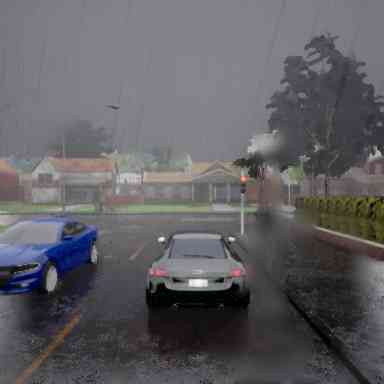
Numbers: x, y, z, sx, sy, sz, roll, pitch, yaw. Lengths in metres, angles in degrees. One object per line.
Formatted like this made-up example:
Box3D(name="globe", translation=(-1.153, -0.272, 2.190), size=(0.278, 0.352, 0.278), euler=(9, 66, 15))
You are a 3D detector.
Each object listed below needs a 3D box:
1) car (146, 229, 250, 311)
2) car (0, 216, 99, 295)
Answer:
Box3D(name="car", translation=(0.113, 1.563, 7.825), size=(1.994, 1.385, 4.181), euler=(0, 0, 0))
Box3D(name="car", translation=(-4.007, 1.477, 8.954), size=(1.882, 1.535, 5.008), euler=(0, 0, 1))
